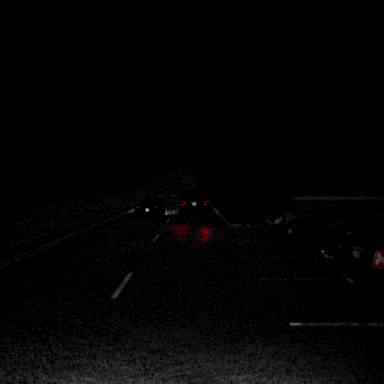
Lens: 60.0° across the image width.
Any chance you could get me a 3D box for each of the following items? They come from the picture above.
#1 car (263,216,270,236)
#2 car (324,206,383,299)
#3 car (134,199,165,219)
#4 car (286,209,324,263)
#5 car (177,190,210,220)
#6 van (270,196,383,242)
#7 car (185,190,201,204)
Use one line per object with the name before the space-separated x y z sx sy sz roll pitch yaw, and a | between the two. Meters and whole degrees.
car | 5.570 1.188 14.996 4.553 1.767 2.185 0 1 0
car | 5.508 1.295 6.859 4.553 1.767 2.185 0 1 0
car | -3.148 1.186 25.341 1.994 1.385 4.181 0 1 0
car | 5.533 1.392 9.487 4.892 1.521 2.231 0 1 0
car | 0.107 0.863 24.298 2.150 2.045 5.566 0 1 -1
van | 5.423 1.130 12.242 4.442 1.987 1.878 0 1 0
car | 0.104 0.599 41.710 1.882 1.535 5.008 0 2 0
